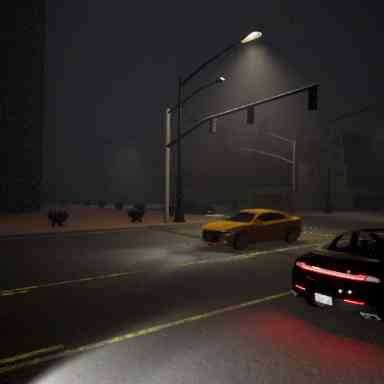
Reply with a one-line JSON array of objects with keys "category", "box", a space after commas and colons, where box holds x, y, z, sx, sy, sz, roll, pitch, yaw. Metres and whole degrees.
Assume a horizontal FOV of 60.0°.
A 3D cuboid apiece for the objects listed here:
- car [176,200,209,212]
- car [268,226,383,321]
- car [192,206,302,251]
[{"category": "car", "box": [0.243, 1.624, 36.043, 2.033, 1.411, 5.357, 1, -1, -35]}, {"category": "car", "box": [4.080, 1.503, 6.715, 4.902, 1.511, 2.128, 0, 0, -35]}, {"category": "car", "box": [2.697, 1.502, 14.539, 5.008, 1.535, 1.882, 0, 0, -36]}]
